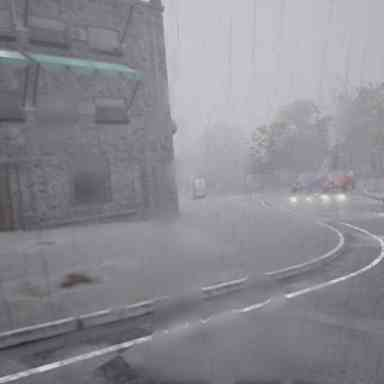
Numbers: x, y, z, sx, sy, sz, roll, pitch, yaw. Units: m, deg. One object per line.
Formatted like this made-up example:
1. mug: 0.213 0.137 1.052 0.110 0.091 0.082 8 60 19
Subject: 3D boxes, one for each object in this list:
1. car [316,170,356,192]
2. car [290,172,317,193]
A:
1. car: 15.360 -1.179 34.674 2.150 2.045 5.566 -2 4 41
2. car: 12.848 -1.086 36.600 2.150 2.045 5.566 -2 4 41
